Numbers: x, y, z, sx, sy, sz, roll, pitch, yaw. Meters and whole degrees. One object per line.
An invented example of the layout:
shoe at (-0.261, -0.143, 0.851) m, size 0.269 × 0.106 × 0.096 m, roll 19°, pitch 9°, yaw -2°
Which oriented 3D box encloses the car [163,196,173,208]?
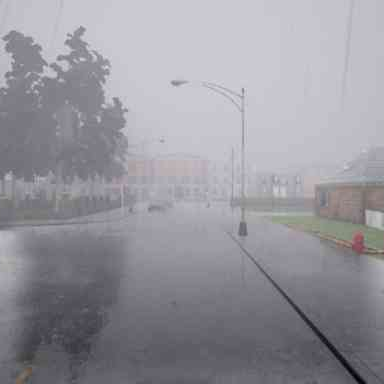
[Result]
car at (-3.972, 1.439, 49.898) m, size 2.097 × 1.767 × 4.553 m, roll 0°, pitch 0°, yaw 1°

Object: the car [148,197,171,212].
car at (-4.024, 1.617, 39.749) m, size 2.033 × 1.411 × 5.357 m, roll 0°, pitch 0°, yaw 0°
